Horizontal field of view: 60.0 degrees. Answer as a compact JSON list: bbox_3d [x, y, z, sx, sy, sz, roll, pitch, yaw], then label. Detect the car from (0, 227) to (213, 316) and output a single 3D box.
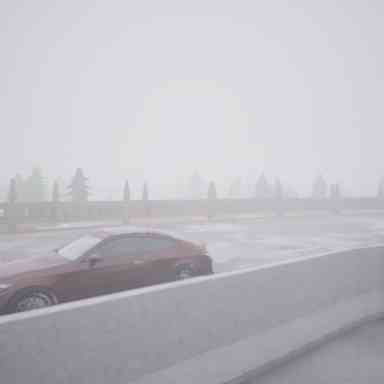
[{"bbox_3d":[-1.704,1.488,6.856,4.674,1.442,1.812,0,0,-33],"label":"car"}]
